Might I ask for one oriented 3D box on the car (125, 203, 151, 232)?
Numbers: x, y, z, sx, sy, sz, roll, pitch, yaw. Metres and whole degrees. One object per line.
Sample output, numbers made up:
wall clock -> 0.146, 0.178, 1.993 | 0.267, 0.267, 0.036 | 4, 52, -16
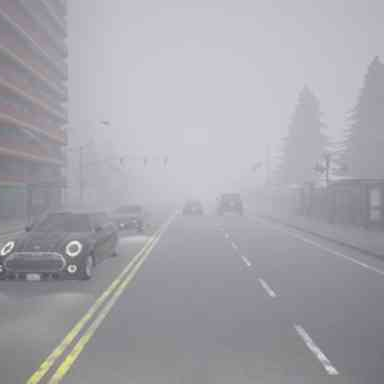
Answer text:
car -> -3.570, 1.461, 19.634 | 1.837, 1.490, 4.892 | 0, 0, 0

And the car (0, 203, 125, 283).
car -> -3.577, 1.330, 9.757 | 2.097, 1.767, 4.553 | 0, 0, 0

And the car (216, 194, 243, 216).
car -> 3.513, 1.155, 31.607 | 2.150, 2.045, 5.566 | 0, 1, 0

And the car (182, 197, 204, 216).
car -> 0.091, 1.493, 31.902 | 1.994, 1.385, 4.181 | 0, 0, 0

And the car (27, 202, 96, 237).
car -> -7.077, 1.436, 18.699 | 1.882, 1.535, 5.008 | 0, 0, 0

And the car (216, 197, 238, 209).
car -> 4.820, 1.424, 45.145 | 1.812, 1.442, 4.674 | 0, 0, 21

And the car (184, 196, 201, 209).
car -> 0.046, 1.383, 45.054 | 2.128, 1.511, 4.902 | 0, 1, 0
